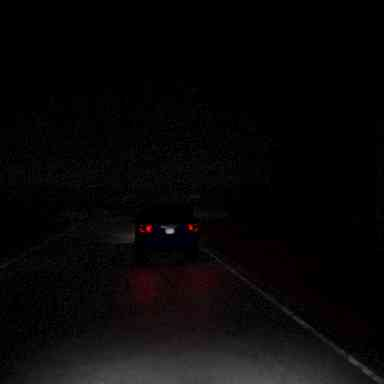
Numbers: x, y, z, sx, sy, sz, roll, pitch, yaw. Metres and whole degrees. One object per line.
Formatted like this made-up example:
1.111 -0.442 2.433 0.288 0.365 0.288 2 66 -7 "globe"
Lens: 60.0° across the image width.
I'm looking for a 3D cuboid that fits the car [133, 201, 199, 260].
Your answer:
-1.171 1.369 13.383 2.150 2.045 5.566 0 0 -10 "car"
